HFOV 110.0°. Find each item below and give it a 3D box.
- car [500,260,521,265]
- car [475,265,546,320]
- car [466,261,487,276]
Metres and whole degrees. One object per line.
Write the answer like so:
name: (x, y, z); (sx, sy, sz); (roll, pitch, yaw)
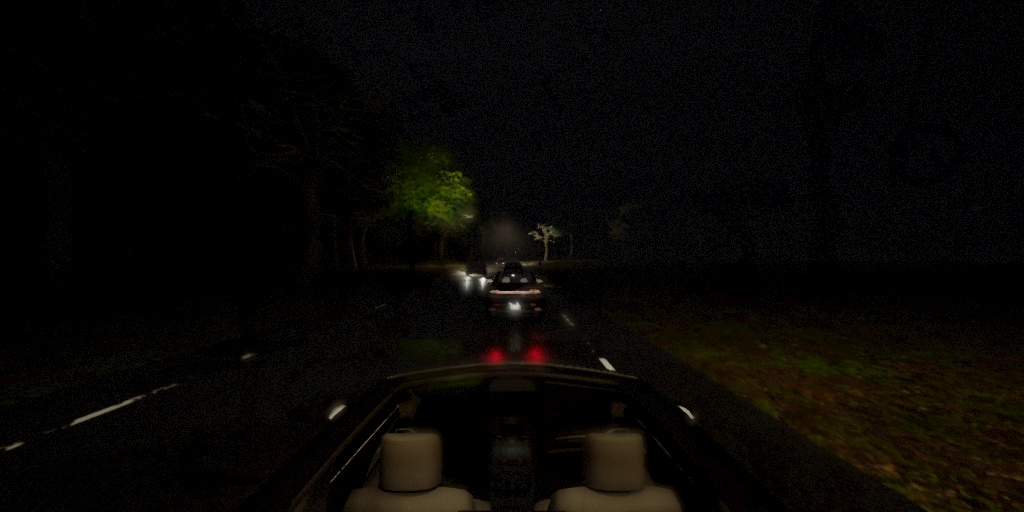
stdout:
car: (0.095, 1.278, 30.909); (1.837, 1.490, 4.892); (0, 0, 0)
car: (0.099, 1.250, 12.596); (2.128, 1.511, 4.902); (0, 0, 0)
car: (-3.597, 1.256, 36.992); (1.882, 1.535, 5.008); (0, 0, 0)
